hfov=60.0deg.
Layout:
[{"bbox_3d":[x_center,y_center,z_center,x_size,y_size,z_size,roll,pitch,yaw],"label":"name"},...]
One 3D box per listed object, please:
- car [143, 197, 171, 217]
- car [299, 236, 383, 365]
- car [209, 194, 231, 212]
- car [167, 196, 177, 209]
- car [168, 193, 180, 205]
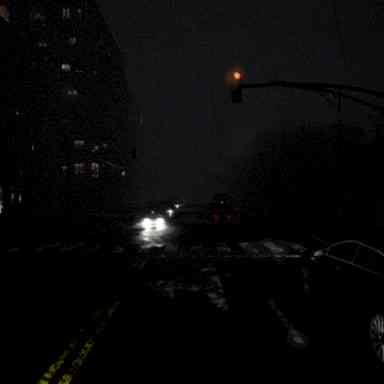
[{"bbox_3d":[-3.404,1.497,31.190,2.128,1.511,4.902,0,0,0],"label":"car"},{"bbox_3d":[3.341,1.490,5.654,2.128,1.511,4.902,0,0,0],"label":"car"},{"bbox_3d":[3.287,1.221,39.162,2.150,2.045,5.566,0,0,0],"label":"car"},{"bbox_3d":[-3.421,1.565,44.293,1.994,1.385,4.181,0,0,0],"label":"car"},{"bbox_3d":[-3.417,1.233,61.302,2.150,2.045,5.566,0,0,0],"label":"car"}]
